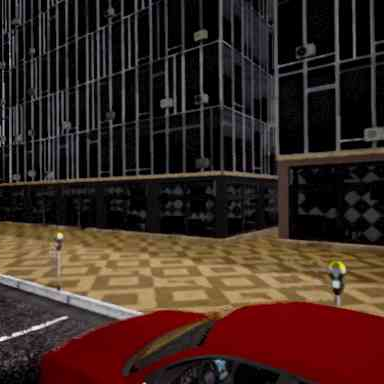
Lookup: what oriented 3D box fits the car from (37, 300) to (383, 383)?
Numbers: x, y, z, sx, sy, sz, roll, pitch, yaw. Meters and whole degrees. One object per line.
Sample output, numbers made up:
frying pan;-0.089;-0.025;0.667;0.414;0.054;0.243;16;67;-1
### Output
car;0.635;1.553;2.424;4.507;1.381;1.887;-1;-1;36
